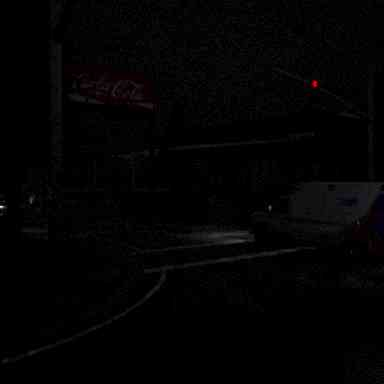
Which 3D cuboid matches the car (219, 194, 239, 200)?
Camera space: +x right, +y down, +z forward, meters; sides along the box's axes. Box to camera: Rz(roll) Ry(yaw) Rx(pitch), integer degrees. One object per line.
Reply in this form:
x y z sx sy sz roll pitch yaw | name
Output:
8.977 1.237 81.871 1.845 1.501 3.633 0 0 -36 | car

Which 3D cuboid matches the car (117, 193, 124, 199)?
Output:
-17.322 1.094 85.068 2.152 1.636 5.027 0 0 -36 | car

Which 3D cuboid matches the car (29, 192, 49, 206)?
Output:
-22.567 1.010 49.157 2.150 2.045 5.566 0 0 -36 | car

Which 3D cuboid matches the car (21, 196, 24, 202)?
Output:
-34.056 1.338 64.787 1.994 1.385 4.181 0 0 -36 | car

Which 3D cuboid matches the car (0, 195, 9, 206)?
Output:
-28.220 1.294 50.701 1.837 1.490 4.892 0 0 -36 | car

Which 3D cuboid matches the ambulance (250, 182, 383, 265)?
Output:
4.857 0.900 11.458 2.351 2.431 6.366 0 1 -36 | ambulance

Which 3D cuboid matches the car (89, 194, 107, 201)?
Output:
-21.086 1.253 73.160 2.007 1.523 4.514 0 0 -36 | car

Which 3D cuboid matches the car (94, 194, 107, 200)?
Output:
-22.304 1.181 81.010 1.970 1.475 3.806 0 0 -36 | car

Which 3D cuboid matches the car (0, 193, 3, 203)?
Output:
-37.657 1.143 63.766 2.097 1.767 4.553 0 0 -36 | car
